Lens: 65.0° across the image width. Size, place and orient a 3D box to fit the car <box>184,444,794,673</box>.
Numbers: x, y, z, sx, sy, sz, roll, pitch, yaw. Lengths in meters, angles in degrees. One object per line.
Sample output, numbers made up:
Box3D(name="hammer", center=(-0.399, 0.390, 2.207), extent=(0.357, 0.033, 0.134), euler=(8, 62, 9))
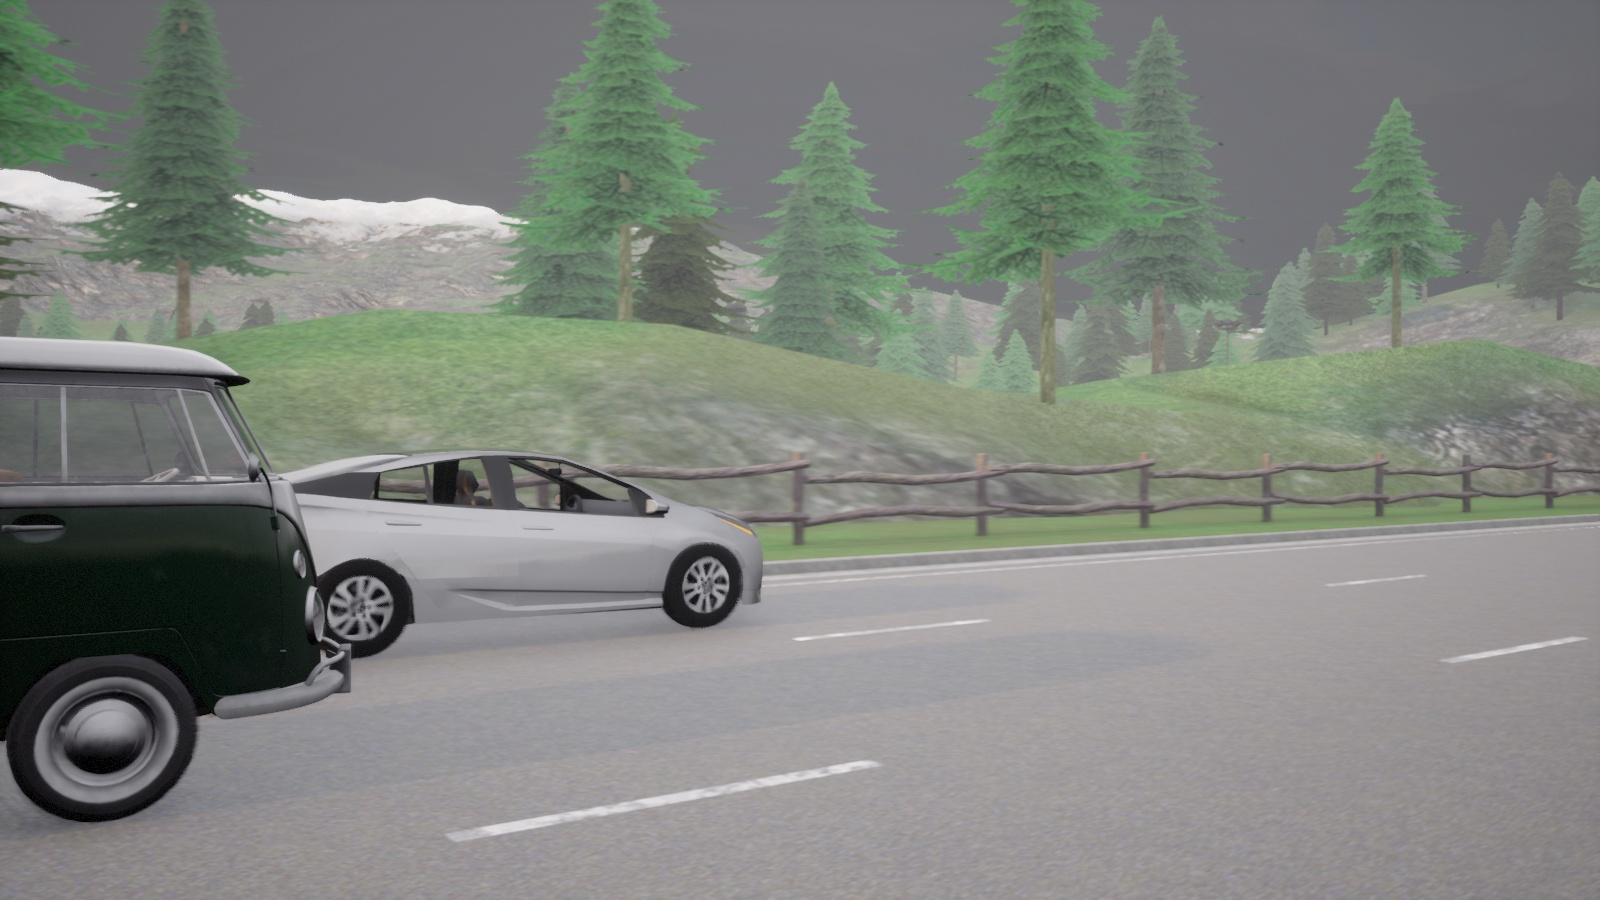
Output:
Box3D(name="car", center=(-2.475, 0.721, 10.465), extent=(4.514, 1.525, 2.007), euler=(0, 0, -35))

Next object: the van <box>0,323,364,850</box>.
Box3D(name="van", center=(-4.244, 0.519, 4.970), extent=(4.442, 1.987, 1.775), euler=(0, 0, -35))
